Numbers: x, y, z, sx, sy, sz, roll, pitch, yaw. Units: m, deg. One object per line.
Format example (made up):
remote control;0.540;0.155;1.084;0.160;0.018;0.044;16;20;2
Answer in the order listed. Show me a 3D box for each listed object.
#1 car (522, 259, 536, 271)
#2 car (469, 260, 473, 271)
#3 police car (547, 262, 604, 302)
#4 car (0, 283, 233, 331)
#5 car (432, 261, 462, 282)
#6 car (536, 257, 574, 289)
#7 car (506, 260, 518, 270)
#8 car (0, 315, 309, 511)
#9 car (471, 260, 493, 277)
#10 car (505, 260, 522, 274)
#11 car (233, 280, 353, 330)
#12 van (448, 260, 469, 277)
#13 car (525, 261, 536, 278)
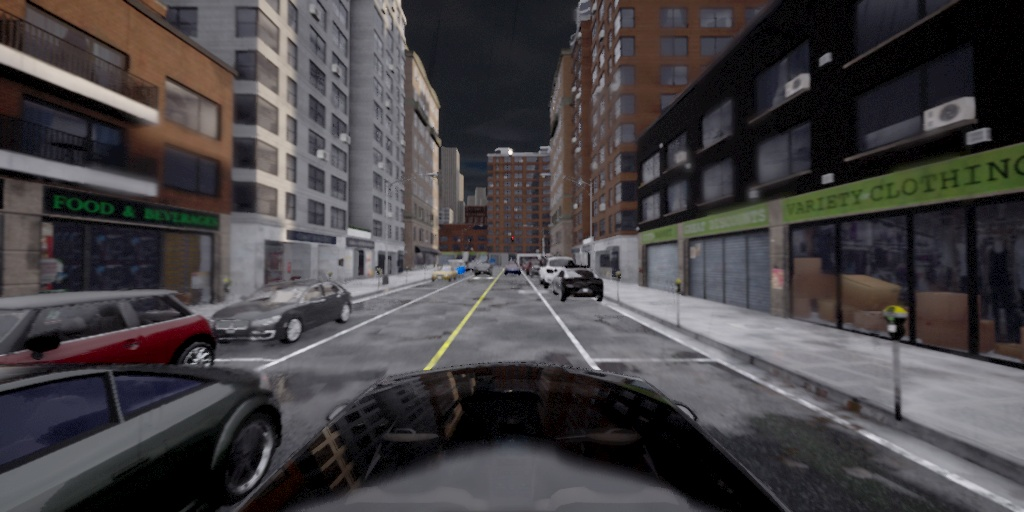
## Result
car;2.676;1.322;42.522;2.192;1.841;5.009;0;0;0
car;-5.847;1.665;53.491;1.948;1.339;4.313;0;0;0
police car;3.136;1.262;17.874;1.930;1.638;5.238;0;0;0
car;-5.857;1.203;4.156;1.967;1.591;4.097;0;0;0
car;-5.851;1.452;31.393;1.751;1.417;4.829;0;0;0
car;3.110;1.102;24.796;2.150;2.045;5.566;0;0;0
car;0.011;1.517;61.277;2.097;1.767;4.553;0;0;0
car;-3.095;1.314;1.590;1.994;1.385;4.181;0;0;0
car;-3.080;1.489;39.497;1.837;1.490;4.892;0;0;0
car;0.090;1.597;45.707;1.994;1.385;4.181;0;-1;0
car;-5.856;1.343;9.638;2.007;1.370;4.403;0;0;0
van;-5.850;1.308;37.046;1.690;1.789;3.998;0;0;0
car;2.675;1.516;37.041;2.007;1.370;4.403;0;0;0
